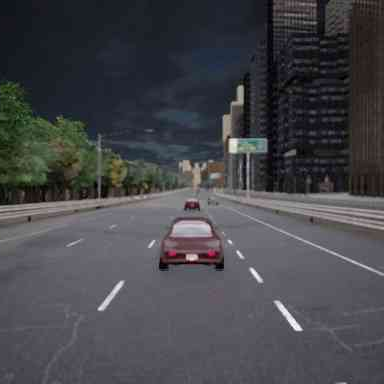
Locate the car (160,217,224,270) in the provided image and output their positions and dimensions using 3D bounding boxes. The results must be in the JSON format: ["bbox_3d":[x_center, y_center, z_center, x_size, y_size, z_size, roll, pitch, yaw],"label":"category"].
[{"bbox_3d":[-0.007,1.549,11.037,1.812,1.442,4.674,0,0,0],"label":"car"}]

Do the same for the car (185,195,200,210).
[{"bbox_3d":[0.039,1.528,43.527,1.882,1.535,5.008,0,0,0],"label":"car"}]

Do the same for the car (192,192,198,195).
[{"bbox_3d":[0.343,1.457,79.158,1.837,1.490,4.892,0,0,1],"label":"car"}]

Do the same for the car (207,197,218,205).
[{"bbox_3d":[3.755,1.573,61.428,2.033,1.411,5.357,0,0,1],"label":"car"}]
